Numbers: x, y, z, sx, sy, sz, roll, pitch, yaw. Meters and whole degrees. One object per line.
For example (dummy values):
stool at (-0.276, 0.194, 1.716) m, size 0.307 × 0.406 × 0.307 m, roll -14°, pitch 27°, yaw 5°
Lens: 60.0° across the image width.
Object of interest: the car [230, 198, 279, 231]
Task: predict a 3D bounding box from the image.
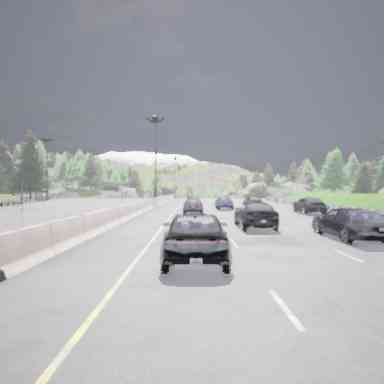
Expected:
car at (3.600, 1.309, 19.177) m, size 1.882 × 1.535 × 5.008 m, roll 0°, pitch 0°, yaw 0°

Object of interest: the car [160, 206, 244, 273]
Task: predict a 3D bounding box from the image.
car at (0.100, 1.397, 10.287) m, size 2.128 × 1.511 × 4.902 m, roll 0°, pitch 1°, yaw 0°

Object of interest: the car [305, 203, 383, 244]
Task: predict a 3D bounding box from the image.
car at (7.099, 1.415, 14.857) m, size 2.033 × 1.411 × 5.357 m, roll 0°, pitch 0°, yaw 0°

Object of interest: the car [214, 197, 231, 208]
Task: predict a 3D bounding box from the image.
car at (3.601, 1.223, 37.707) m, size 2.033 × 1.411 × 5.357 m, roll 0°, pitch 0°, yaw 0°

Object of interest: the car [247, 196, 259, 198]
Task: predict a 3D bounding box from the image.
car at (7.088, 1.191, 38.704) m, size 1.812 × 1.442 × 4.674 m, roll 0°, pitch 1°, yaw 0°

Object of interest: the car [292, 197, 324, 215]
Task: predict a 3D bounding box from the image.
car at (10.599, 1.242, 30.262) m, size 1.837 × 1.490 × 4.892 m, roll 0°, pitch 1°, yaw 0°

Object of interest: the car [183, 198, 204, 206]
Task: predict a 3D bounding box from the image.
car at (0.100, 1.282, 30.626) m, size 2.033 × 1.411 × 5.357 m, roll 0°, pitch 0°, yaw 0°
